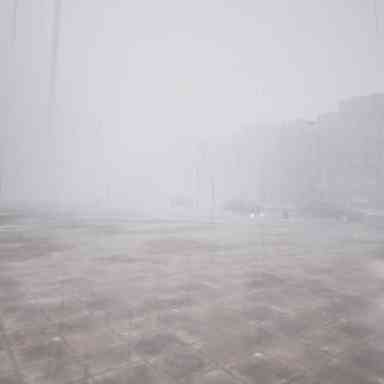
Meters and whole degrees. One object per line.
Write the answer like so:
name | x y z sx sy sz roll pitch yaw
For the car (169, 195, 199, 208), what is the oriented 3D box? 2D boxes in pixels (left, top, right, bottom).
car | -1.015 1.189 41.751 2.128 1.511 4.902 -2 2 -35

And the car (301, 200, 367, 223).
car | 10.638 1.427 25.247 1.837 1.490 4.892 -2 2 -35

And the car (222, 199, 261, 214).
car | 4.898 1.376 33.368 1.994 1.385 4.181 -2 2 -36
